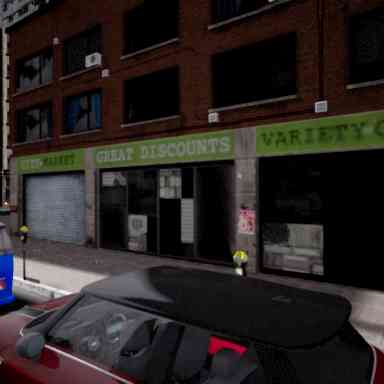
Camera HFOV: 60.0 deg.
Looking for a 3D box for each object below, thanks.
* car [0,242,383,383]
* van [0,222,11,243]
[{"bbox_3d":[-0.419,1.440,3.026,4.097,1.590,1.967,0,0,36],"label":"car"},{"bbox_3d":[-5.050,1.340,6.333,3.998,1.788,1.690,0,0,36],"label":"van"}]
